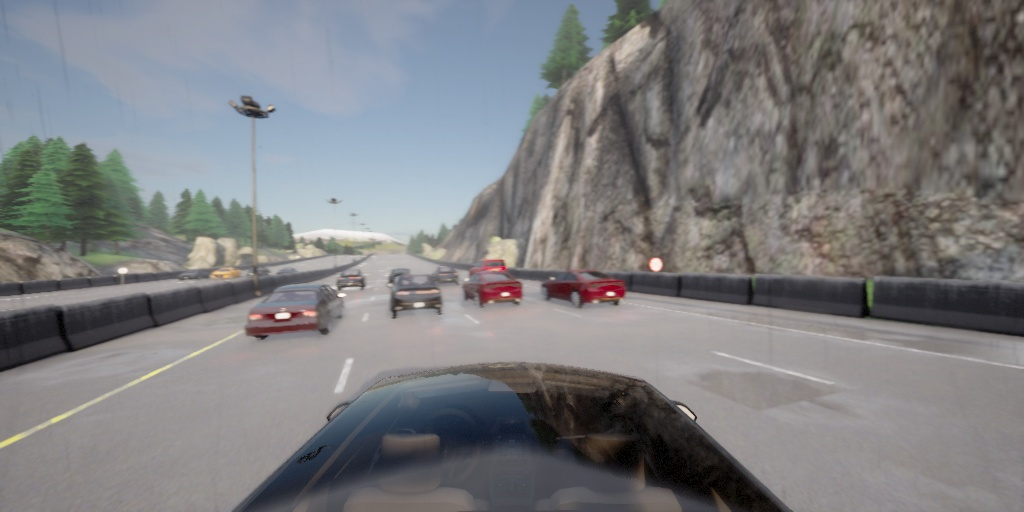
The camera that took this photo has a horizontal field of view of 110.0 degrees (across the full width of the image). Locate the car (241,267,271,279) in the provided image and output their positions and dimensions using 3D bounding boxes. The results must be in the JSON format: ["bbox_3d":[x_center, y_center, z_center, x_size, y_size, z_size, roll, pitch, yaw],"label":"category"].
[{"bbox_3d":[-34.842,2.274,49.429,2.128,1.511,4.902,-1,0,-19],"label":"car"}]

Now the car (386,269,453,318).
[{"bbox_3d":[-3.983,1.506,14.635,2.128,1.511,4.902,-1,0,-19],"label":"car"}]

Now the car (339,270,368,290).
[{"bbox_3d":[-12.239,1.794,27.601,2.128,1.511,4.902,-1,0,-19],"label":"car"}]

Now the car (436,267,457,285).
[{"bbox_3d":[-5.632,1.643,29.909,2.128,1.511,4.902,-1,0,-19],"label":"car"}]

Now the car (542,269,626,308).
[{"bbox_3d":[2.955,1.324,15.973,1.882,1.535,5.008,-1,-1,-19],"label":"car"}]

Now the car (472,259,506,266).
[{"bbox_3d":[-1.998,1.287,30.083,2.150,2.045,5.566,-1,0,-19],"label":"car"}]

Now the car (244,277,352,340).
[{"bbox_3d":[-6.582,1.600,11.422,2.033,1.411,5.357,-1,-1,-19],"label":"car"}]

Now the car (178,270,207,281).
[{"bbox_3d":[-41.213,2.496,46.495,1.994,1.385,4.181,-1,0,-19],"label":"car"}]

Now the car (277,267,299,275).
[{"bbox_3d":[-31.529,2.271,50.564,1.994,1.385,4.181,-1,0,-19],"label":"car"}]

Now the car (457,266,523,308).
[{"bbox_3d":[-1.060,1.435,16.900,1.882,1.535,5.008,-1,0,-19],"label":"car"}]

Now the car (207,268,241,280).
[{"bbox_3d":[-38.002,2.335,47.893,1.882,1.535,5.008,-1,0,-19],"label":"car"}]
